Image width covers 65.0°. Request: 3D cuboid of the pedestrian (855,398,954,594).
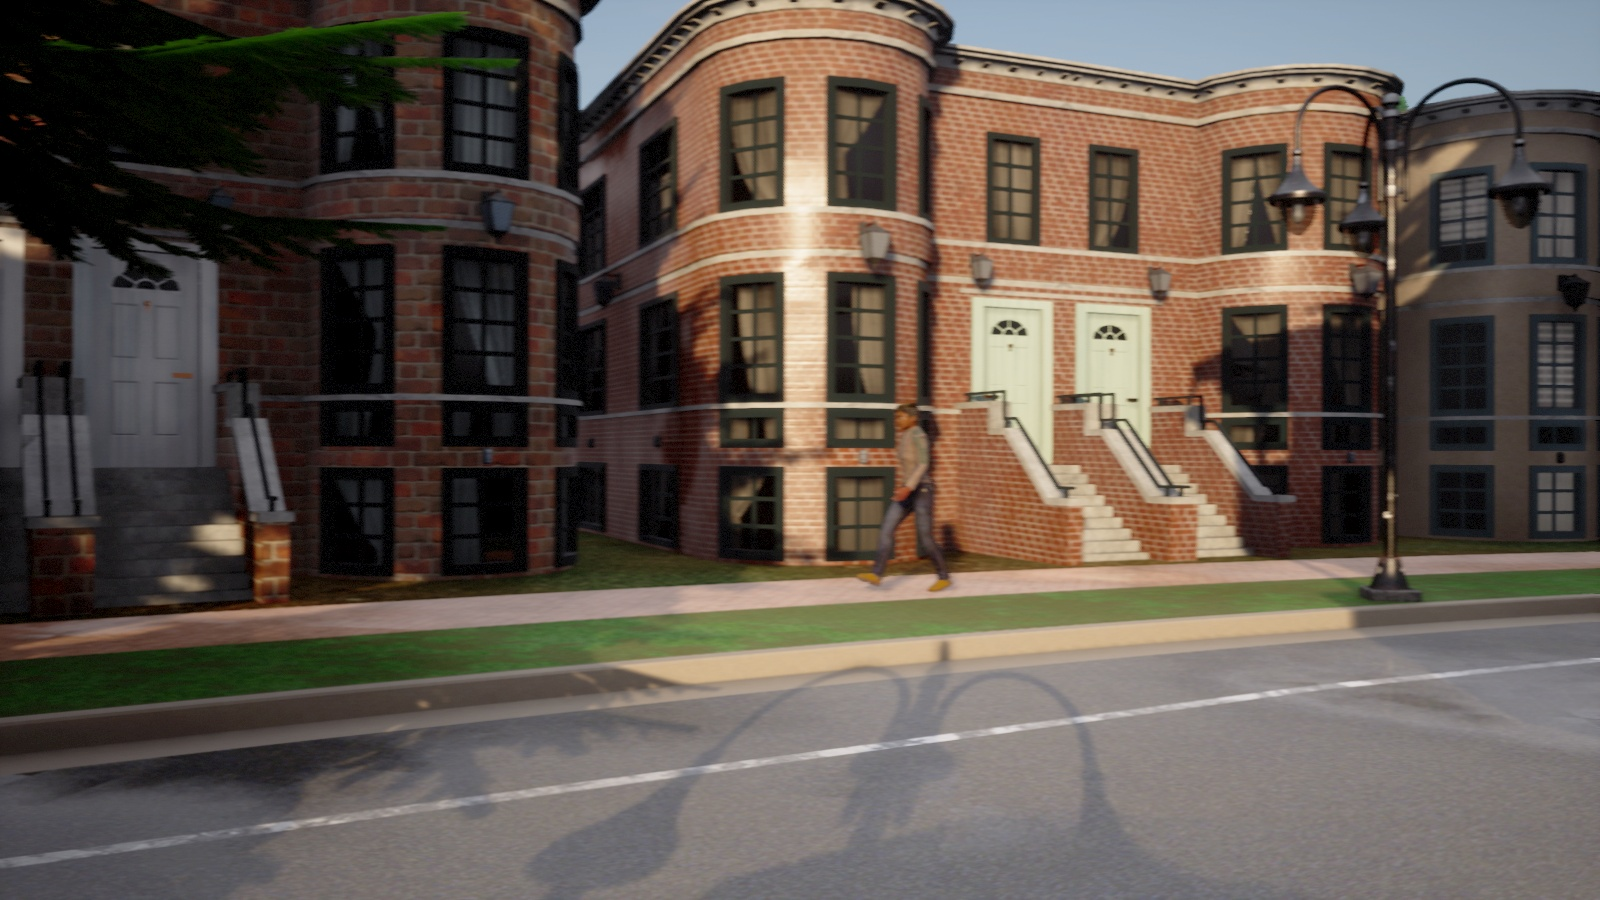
[{"bbox_3d":[0.989,0.421,11.891,0.869,1.805,0.328,0,0,-21],"label":"pedestrian"}]
